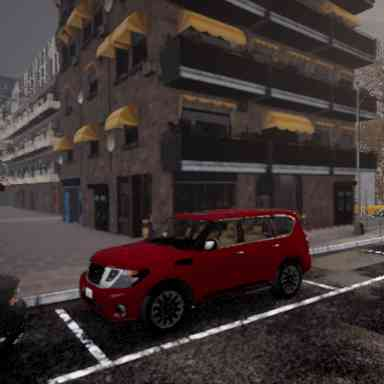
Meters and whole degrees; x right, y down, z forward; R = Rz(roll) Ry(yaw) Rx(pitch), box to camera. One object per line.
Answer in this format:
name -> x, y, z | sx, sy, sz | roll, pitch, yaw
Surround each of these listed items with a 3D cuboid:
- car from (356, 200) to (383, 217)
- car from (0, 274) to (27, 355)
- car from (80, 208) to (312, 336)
car -> 16.880, 1.508, 32.108 | 1.882, 1.535, 5.008 | -1, 2, -37
car -> -4.228, 1.555, 3.558 | 4.403, 1.369, 2.008 | 0, -1, -35
car -> 0.382, 1.303, 6.849 | 5.009, 1.841, 2.192 | 0, -1, -35
